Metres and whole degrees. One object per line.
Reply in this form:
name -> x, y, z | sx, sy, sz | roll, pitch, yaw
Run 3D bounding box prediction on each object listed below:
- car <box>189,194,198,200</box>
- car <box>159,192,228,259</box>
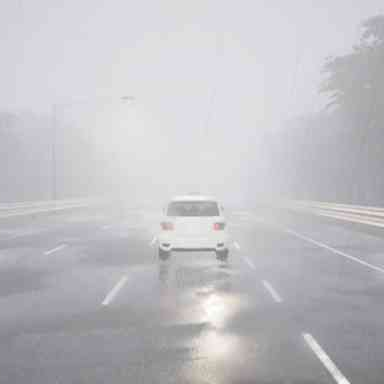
car -> 0.314, 1.131, 80.168 | 1.994, 1.385, 4.181 | 0, 0, 0
car -> 0.048, 1.156, 12.373 | 2.150, 2.045, 5.566 | 0, 0, 0
